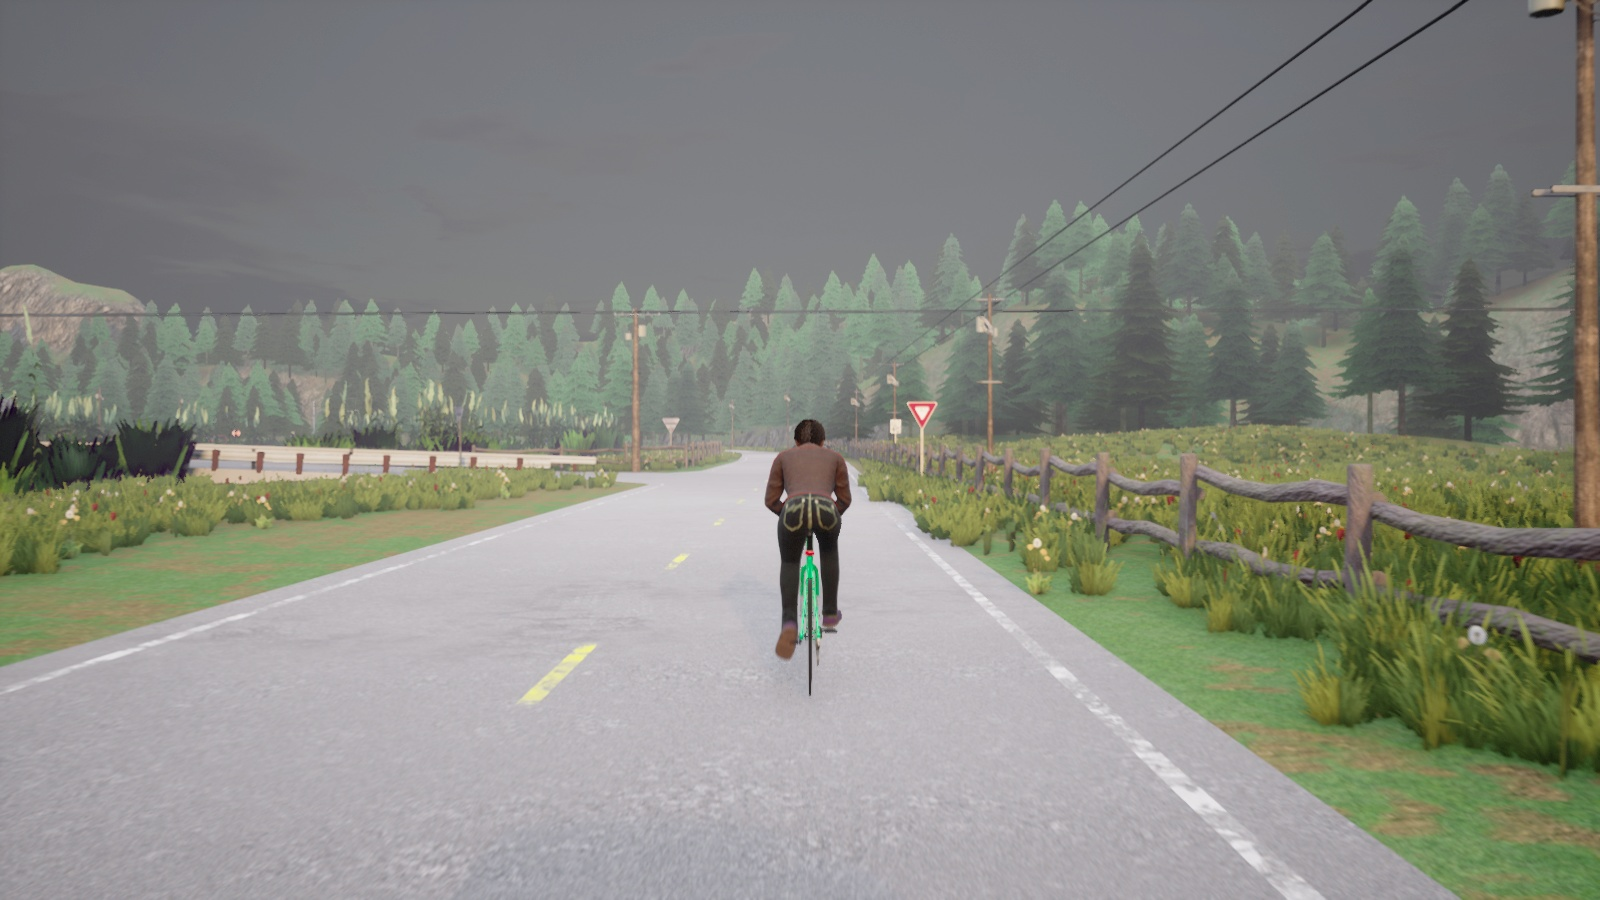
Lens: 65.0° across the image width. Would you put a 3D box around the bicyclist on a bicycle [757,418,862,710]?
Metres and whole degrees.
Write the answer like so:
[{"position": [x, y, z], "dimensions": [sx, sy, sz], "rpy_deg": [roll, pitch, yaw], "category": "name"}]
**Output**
[{"position": [0.059, 0.628, 7.798], "dimensions": [0.582, 1.620, 1.656], "rpy_deg": [0, 0, 0], "category": "bicyclist on a bicycle"}]
